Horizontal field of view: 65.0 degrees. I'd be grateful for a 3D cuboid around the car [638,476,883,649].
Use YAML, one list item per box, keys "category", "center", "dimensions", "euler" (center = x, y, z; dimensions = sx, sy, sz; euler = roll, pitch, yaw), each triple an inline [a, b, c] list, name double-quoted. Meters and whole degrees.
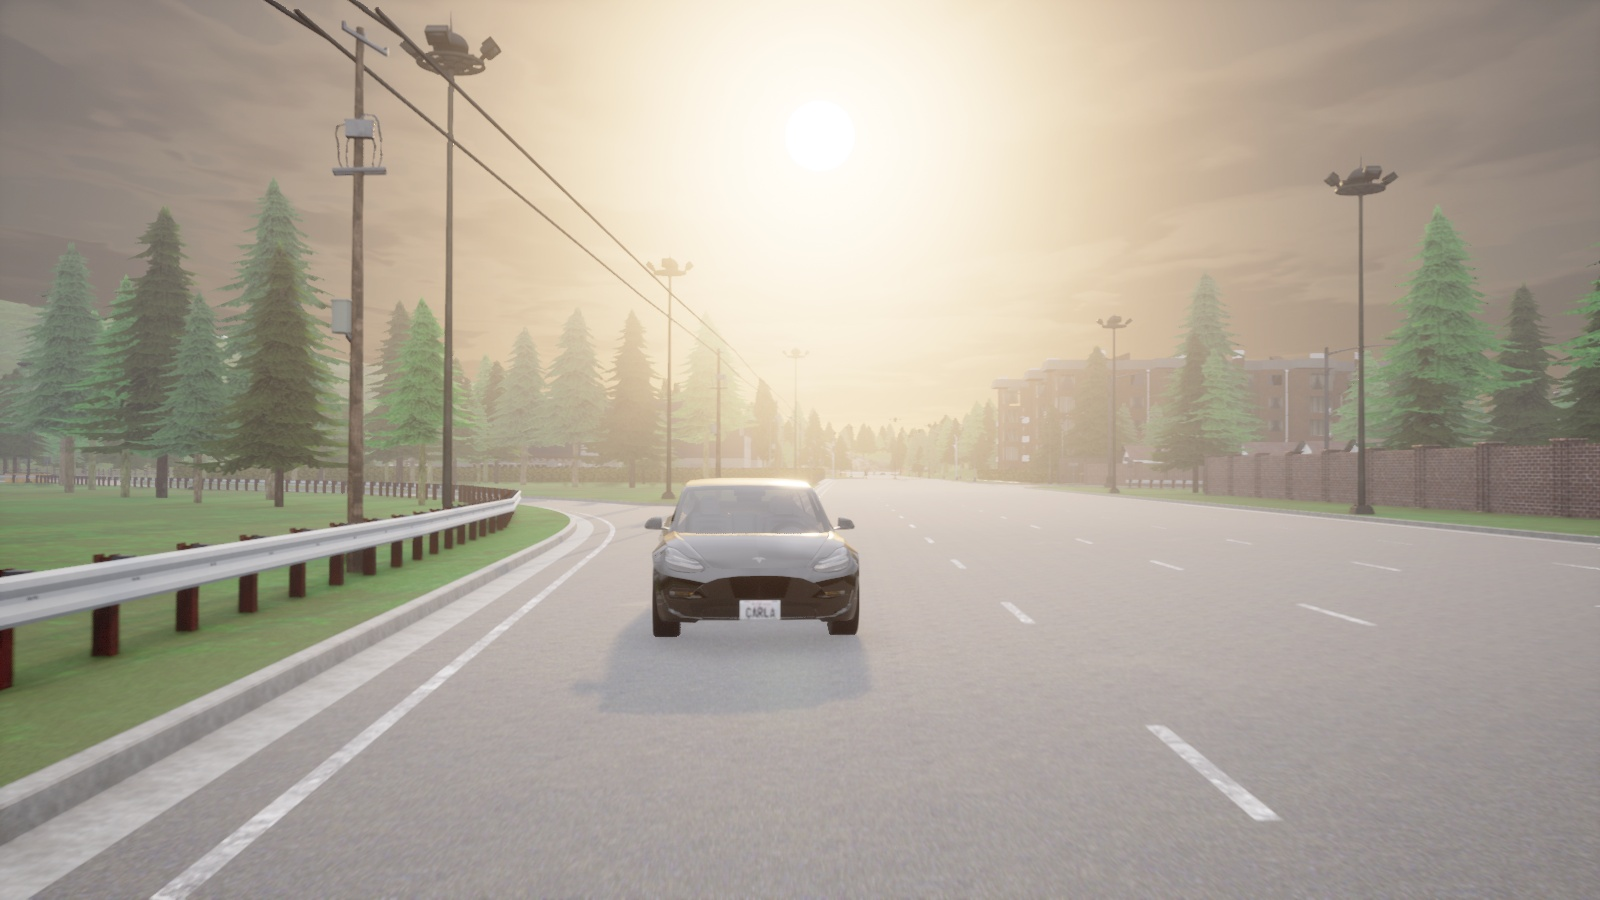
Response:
- category: "car"
  center: [-0.556, 1.043, 13.525]
  dimensions: [2.163, 1.488, 4.792]
  euler: [0, -1, -5]
